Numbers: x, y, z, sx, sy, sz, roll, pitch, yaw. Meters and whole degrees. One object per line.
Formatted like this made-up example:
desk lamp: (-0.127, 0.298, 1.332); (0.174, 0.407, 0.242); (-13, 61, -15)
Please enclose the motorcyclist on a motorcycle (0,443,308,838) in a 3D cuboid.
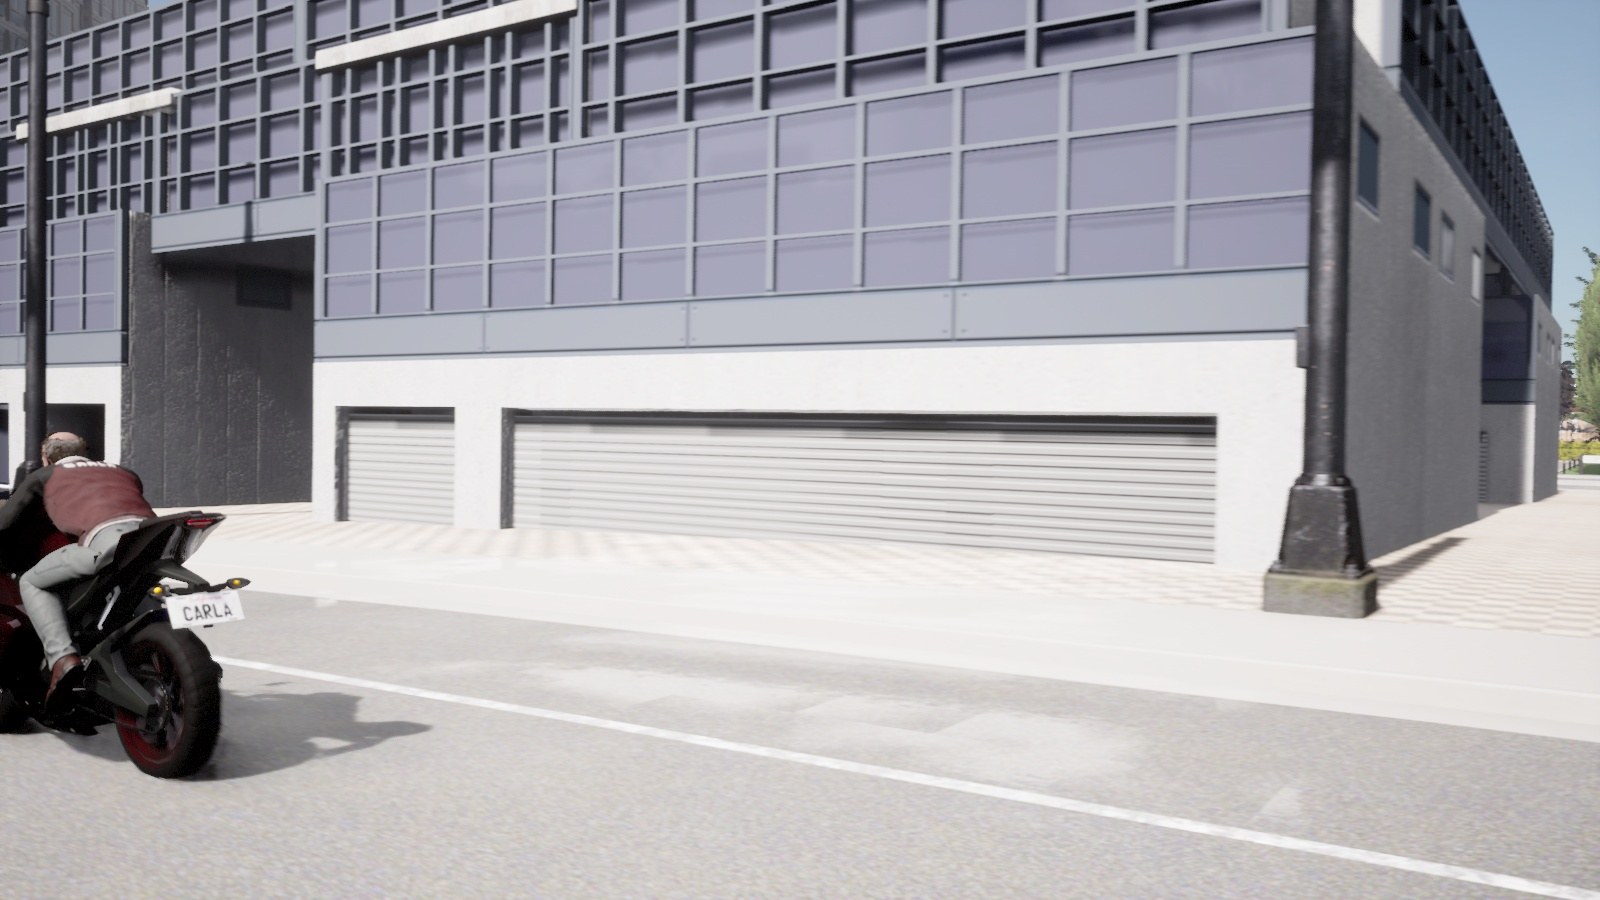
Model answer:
motorcyclist on a motorcycle: (-3.367, 0.754, 5.862); (2.191, 1.530, 0.866); (-1, 0, 34)
